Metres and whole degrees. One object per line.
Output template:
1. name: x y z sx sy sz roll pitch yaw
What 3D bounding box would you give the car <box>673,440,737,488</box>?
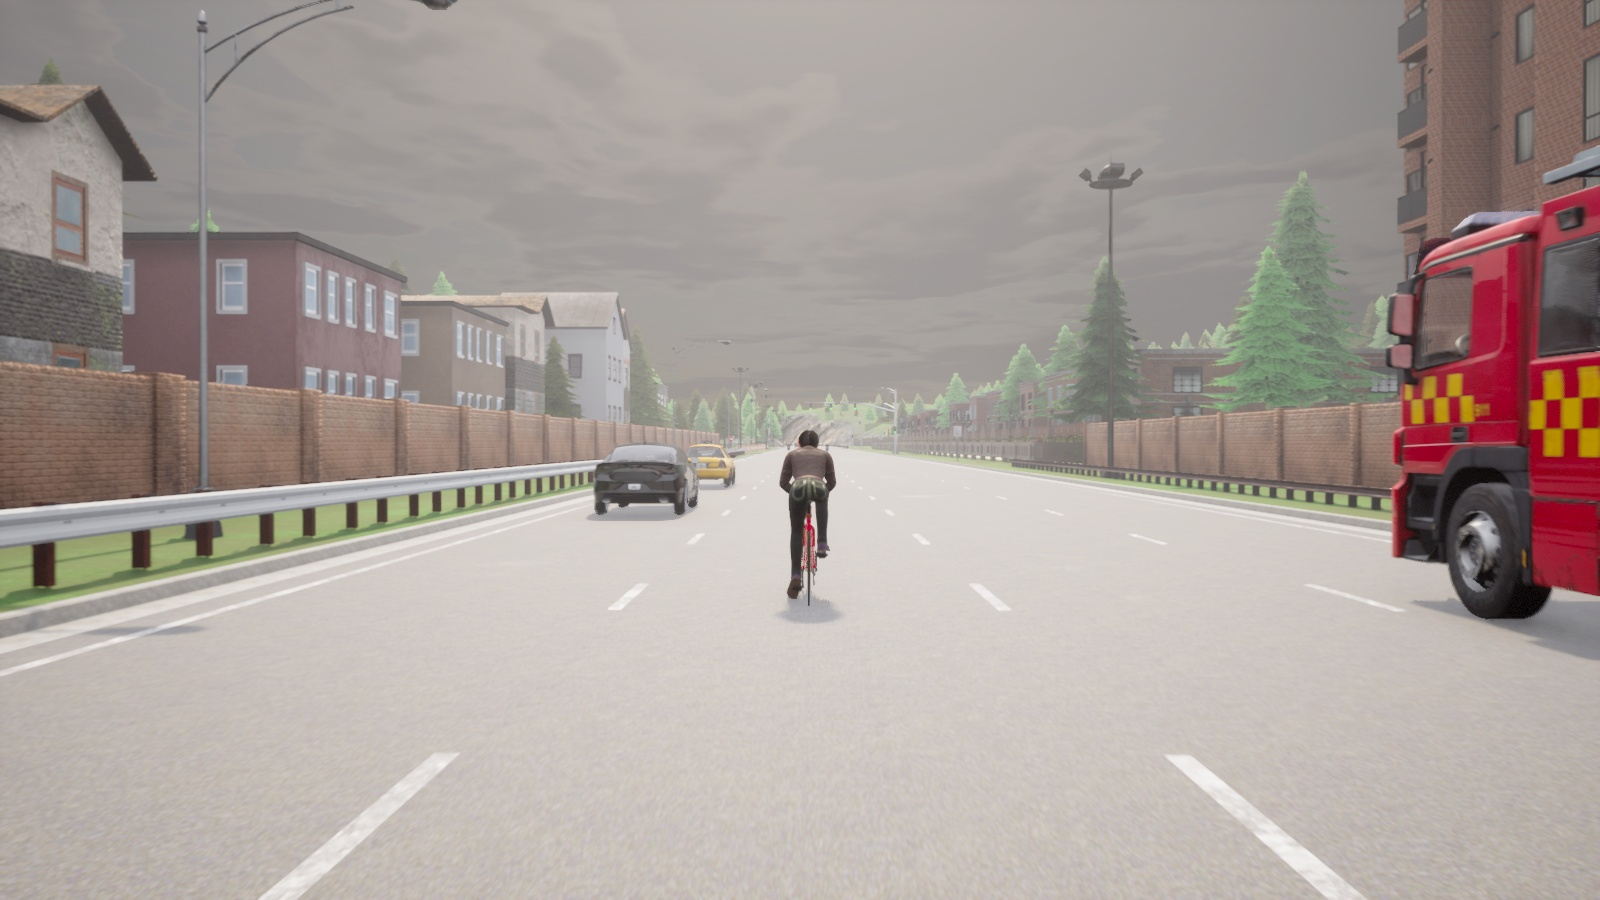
1. car: -3.236 0.441 43.750 1.801 1.575 5.366 0 0 0

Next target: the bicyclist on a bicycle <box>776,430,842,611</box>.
1. bicyclist on a bicycle: 0.084 0.633 12.048 0.582 1.620 1.656 0 0 0

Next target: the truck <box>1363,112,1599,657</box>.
1. truck: 7.064 -0.459 8.327 2.891 3.827 8.468 0 0 0

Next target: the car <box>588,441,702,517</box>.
1. car: -3.326 0.567 27.898 1.882 1.535 5.008 0 0 0
